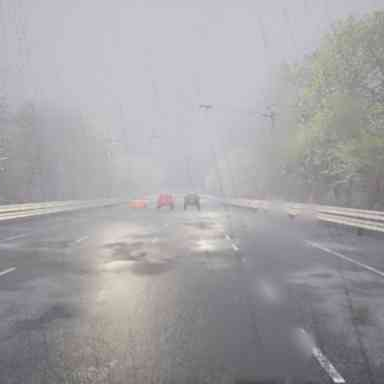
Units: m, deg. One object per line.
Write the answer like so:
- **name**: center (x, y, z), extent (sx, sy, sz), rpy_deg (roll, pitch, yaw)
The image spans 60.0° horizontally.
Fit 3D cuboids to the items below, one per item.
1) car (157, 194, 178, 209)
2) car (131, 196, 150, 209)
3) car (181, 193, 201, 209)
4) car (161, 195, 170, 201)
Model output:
- **car**: center (-3.507, 1.247, 45.543), extent (2.150, 2.045, 5.566), rpy_deg (0, 0, 0)
- **car**: center (-7.007, 1.376, 45.461), extent (2.097, 1.767, 4.553), rpy_deg (0, 0, 0)
- **car**: center (-0.006, 1.247, 45.483), extent (2.150, 2.045, 5.566), rpy_deg (0, 0, 0)
- **car**: center (-7.011, 1.564, 87.312), extent (1.882, 1.535, 5.008), rpy_deg (0, 0, 0)
